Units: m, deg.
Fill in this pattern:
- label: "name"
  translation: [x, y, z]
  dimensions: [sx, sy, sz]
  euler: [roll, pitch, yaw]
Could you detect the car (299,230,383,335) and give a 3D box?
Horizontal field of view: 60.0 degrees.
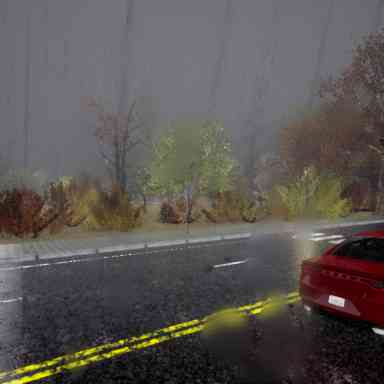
- label: "car"
  translation: [4.180, 1.480, 6.415]
  dimensions: [5.008, 1.535, 1.882]
  euler: [0, 0, -35]
